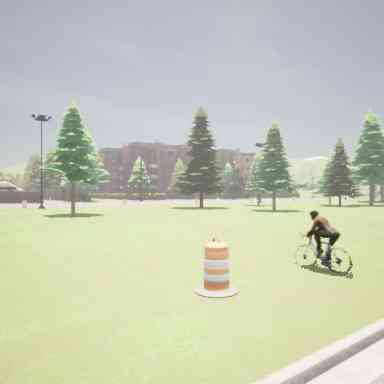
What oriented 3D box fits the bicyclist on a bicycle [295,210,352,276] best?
[{"bbox_3d":[3.389,1.313,8.762,0.582,1.620,1.656,0,-2,-37],"label":"bicyclist on a bicycle"}]
